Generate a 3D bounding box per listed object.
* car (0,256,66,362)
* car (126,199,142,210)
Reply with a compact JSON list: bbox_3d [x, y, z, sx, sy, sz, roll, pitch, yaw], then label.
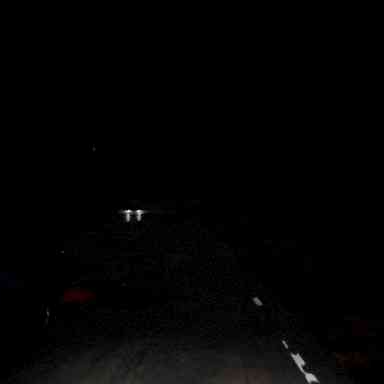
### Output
[{"bbox_3d":[-3.191,1.569,3.890,2.033,1.411,5.357,0,0,-1],"label":"car"},{"bbox_3d":[-8.076,1.767,46.597,1.812,1.442,4.674,0,0,-10],"label":"car"}]
